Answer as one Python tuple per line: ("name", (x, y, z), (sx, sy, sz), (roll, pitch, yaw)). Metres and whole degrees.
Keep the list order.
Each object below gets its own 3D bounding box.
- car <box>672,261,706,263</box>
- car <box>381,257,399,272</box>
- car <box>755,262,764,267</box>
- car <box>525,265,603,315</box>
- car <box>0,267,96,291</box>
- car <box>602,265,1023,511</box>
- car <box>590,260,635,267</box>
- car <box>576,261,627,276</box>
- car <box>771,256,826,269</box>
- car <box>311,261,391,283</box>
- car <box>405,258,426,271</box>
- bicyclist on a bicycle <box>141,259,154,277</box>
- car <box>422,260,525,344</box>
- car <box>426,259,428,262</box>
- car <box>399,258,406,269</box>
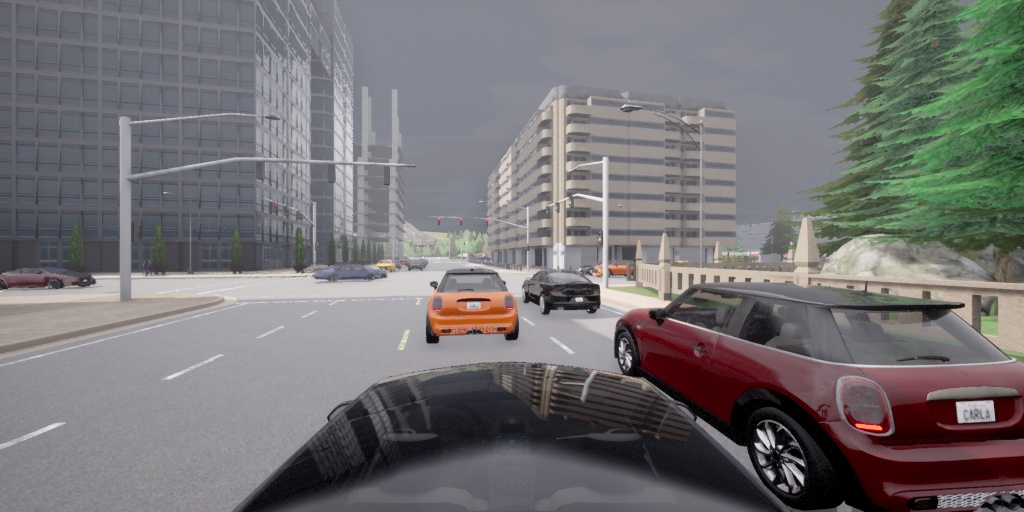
("car", (18.802, 1.331, 36.563), (4.674, 1.442, 1.812), (0, 0, -12))
("car", (-15.890, 1.227, 45.227), (1.882, 1.535, 5.008), (0, 0, -12))
("car", (28.919, 1.406, 42.376), (4.718, 1.301, 1.895), (0, 0, -12))
("car", (1.686, 1.228, 13.773), (1.882, 1.535, 5.008), (0, 0, -10))
("car", (-28.982, 1.367, 22.279), (4.181, 1.385, 1.994), (0, 0, -12))
("car", (3.015, 1.102, 4.608), (2.097, 1.767, 4.553), (0, 0, -6))
("car", (10.030, 1.157, 34.642), (4.553, 1.767, 2.097), (0, 0, -12))
("car", (9.480, 1.297, 38.108), (4.902, 1.511, 2.128), (0, 0, -12))
("car", (31.874, 1.028, 39.439), (5.566, 2.045, 2.150), (0, 0, -12))
("car", (-12.736, 1.309, 28.300), (5.357, 1.411, 2.033), (0, 0, -36))
("car", (-13.083, 1.255, 48.868), (1.837, 1.490, 4.892), (0, 0, -12))
("bicyclist on a bicycle", (-33.998, 1.106, 33.445), (0.582, 1.620, 1.656), (0, 0, -12))
("car", (-1.181, 1.102, 9.912), (2.097, 1.767, 4.553), (0, 0, -10))
("car", (-14.936, 1.314, 57.571), (1.994, 1.385, 4.181), (0, 0, -12))
("car", (-17.853, 1.241, 54.441), (2.128, 1.511, 4.902), (0, 0, -12))
